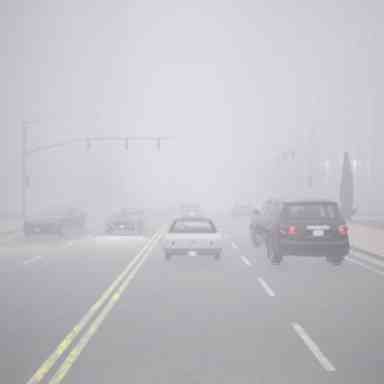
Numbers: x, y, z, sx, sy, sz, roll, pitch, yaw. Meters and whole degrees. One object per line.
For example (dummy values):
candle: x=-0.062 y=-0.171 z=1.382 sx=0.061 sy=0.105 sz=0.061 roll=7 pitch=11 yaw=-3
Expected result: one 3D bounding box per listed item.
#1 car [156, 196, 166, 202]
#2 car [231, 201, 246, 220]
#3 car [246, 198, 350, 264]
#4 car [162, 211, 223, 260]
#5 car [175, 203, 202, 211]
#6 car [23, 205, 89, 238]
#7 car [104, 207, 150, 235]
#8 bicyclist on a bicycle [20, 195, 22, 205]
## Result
car: x=-6.995 y=1.519 z=75.174 sx=1.994 sy=1.385 sz=4.181 roll=0 pitch=0 yaw=0
car: x=4.499 y=1.480 z=27.863 sx=2.128 sy=1.511 sz=4.902 roll=0 pitch=0 yaw=17
car: x=3.534 y=1.218 z=11.915 sx=2.150 sy=2.045 sz=5.566 roll=0 pitch=0 yaw=1
car: x=0.040 y=1.595 z=12.421 sx=1.895 sy=1.301 sz=4.718 roll=0 pitch=0 yaw=1
car: x=-0.236 y=1.536 z=25.876 sx=2.033 sy=1.411 sz=5.357 roll=0 pitch=0 yaw=-5
car: x=-7.052 y=1.470 z=17.703 sx=1.882 sy=1.535 sz=5.008 roll=0 pitch=0 yaw=0
car: x=-3.543 y=1.557 z=18.861 sx=1.994 sy=1.385 sz=4.181 roll=0 pitch=0 yaw=1
bicyclist on a bicycle: x=-26.415 y=1.278 z=51.859 sx=0.582 sy=1.620 sz=1.656 roll=0 pitch=0 yaw=-1
